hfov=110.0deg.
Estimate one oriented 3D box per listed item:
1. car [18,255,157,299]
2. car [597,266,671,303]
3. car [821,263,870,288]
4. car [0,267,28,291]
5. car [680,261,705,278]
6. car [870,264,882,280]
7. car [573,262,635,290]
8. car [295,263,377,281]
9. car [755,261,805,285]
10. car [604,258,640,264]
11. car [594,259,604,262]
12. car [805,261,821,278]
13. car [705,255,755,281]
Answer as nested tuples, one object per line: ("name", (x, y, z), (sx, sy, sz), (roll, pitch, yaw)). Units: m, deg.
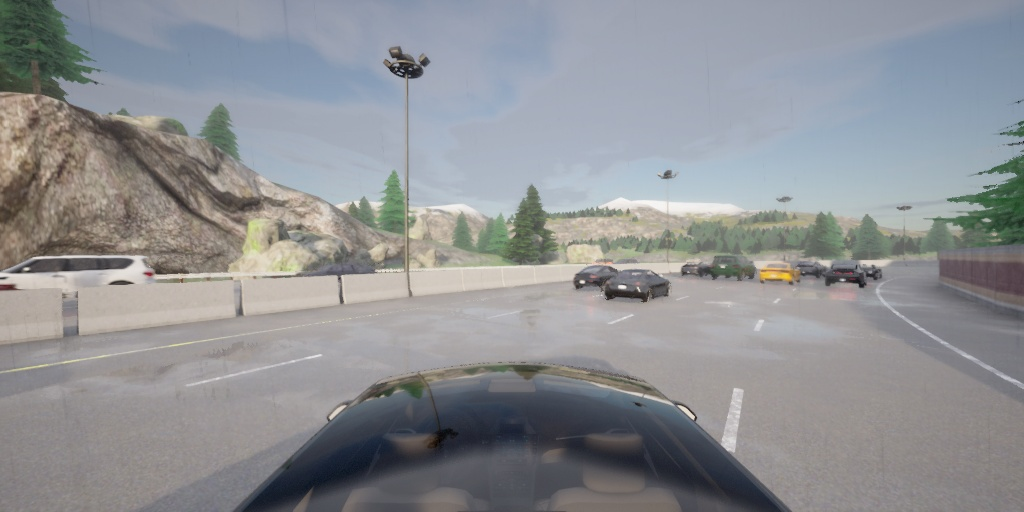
("car", (-18.079, 0.971, 14.304), (2.150, 2.045, 5.566), (0, 0, 34))
("car", (6.030, 1.312, 16.990), (1.994, 1.385, 4.181), (0, 0, 40))
("car", (22.474, 1.253, 24.105), (4.892, 1.490, 1.837), (0, 0, -43))
("car", (-17.064, 1.227, 9.386), (1.882, 1.535, 5.008), (0, 0, 33))
("car", (17.746, 1.238, 33.985), (4.902, 1.511, 2.128), (0, 0, -42))
("car", (30.412, 1.348, 30.940), (4.718, 1.301, 1.895), (0, 0, -39))
("car", (5.412, 1.274, 21.625), (1.812, 1.442, 4.674), (0, 0, 41))
("car", (-13.229, 1.296, 26.937), (2.033, 1.411, 5.357), (0, 0, 38))
("car", (19.747, 1.225, 26.340), (5.008, 1.535, 1.882), (0, 0, -44))
("car", (14.176, 1.097, 45.067), (4.553, 1.767, 2.097), (0, 0, -40))
("car", (11.975, 1.127, 47.790), (4.553, 1.767, 2.097), (0, 0, -40))
("car", (27.685, 1.238, 33.218), (4.902, 1.511, 2.128), (0, 0, -39))
("car", (18.562, 0.967, 30.049), (5.566, 2.045, 2.150), (0, 0, -43))
